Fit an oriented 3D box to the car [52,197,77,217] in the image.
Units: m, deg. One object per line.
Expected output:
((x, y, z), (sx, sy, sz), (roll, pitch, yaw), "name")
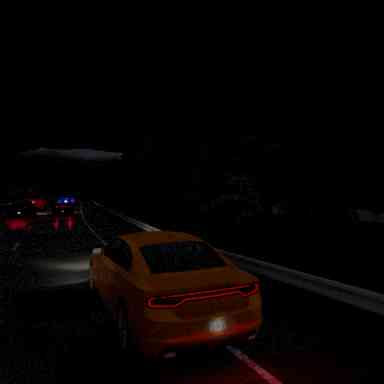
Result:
((-12.119, 1.491, 31.495), (2.128, 1.511, 4.902), (0, 0, -19), "car")

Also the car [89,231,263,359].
((-0.725, 1.478, 6.312), (1.882, 1.535, 5.008), (0, 0, -25), "car")

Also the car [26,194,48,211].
((-18.748, 1.221, 39.975), (2.150, 2.045, 5.566), (0, 0, -19), "car")

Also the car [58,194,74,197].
((-15.589, 1.221, 41.384), (2.150, 2.045, 5.566), (0, 0, -19), "car")

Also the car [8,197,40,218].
((-15.288, 1.504, 30.091), (1.837, 1.490, 4.892), (0, 0, -20), "car")
